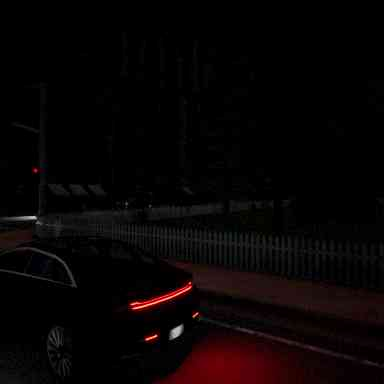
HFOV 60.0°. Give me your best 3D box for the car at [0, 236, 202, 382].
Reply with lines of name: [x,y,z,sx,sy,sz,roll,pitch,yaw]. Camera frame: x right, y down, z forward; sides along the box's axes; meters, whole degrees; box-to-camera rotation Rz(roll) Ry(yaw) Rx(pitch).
car: [-2.153,1.491,5.477,4.902,1.511,2.128,0,0,36]

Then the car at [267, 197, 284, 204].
car: [15.180,1.547,59.910,2.033,1.411,5.357,0,0,34]

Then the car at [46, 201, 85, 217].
car: [-12.409,1.564,31.888,1.994,1.385,4.181,0,0,34]

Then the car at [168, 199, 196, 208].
car: [-1.432,1.601,48.131,1.895,1.301,4.718,0,0,34]

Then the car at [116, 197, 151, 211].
car: [-6.991,1.352,39.911,2.097,1.767,4.553,0,0,34]
